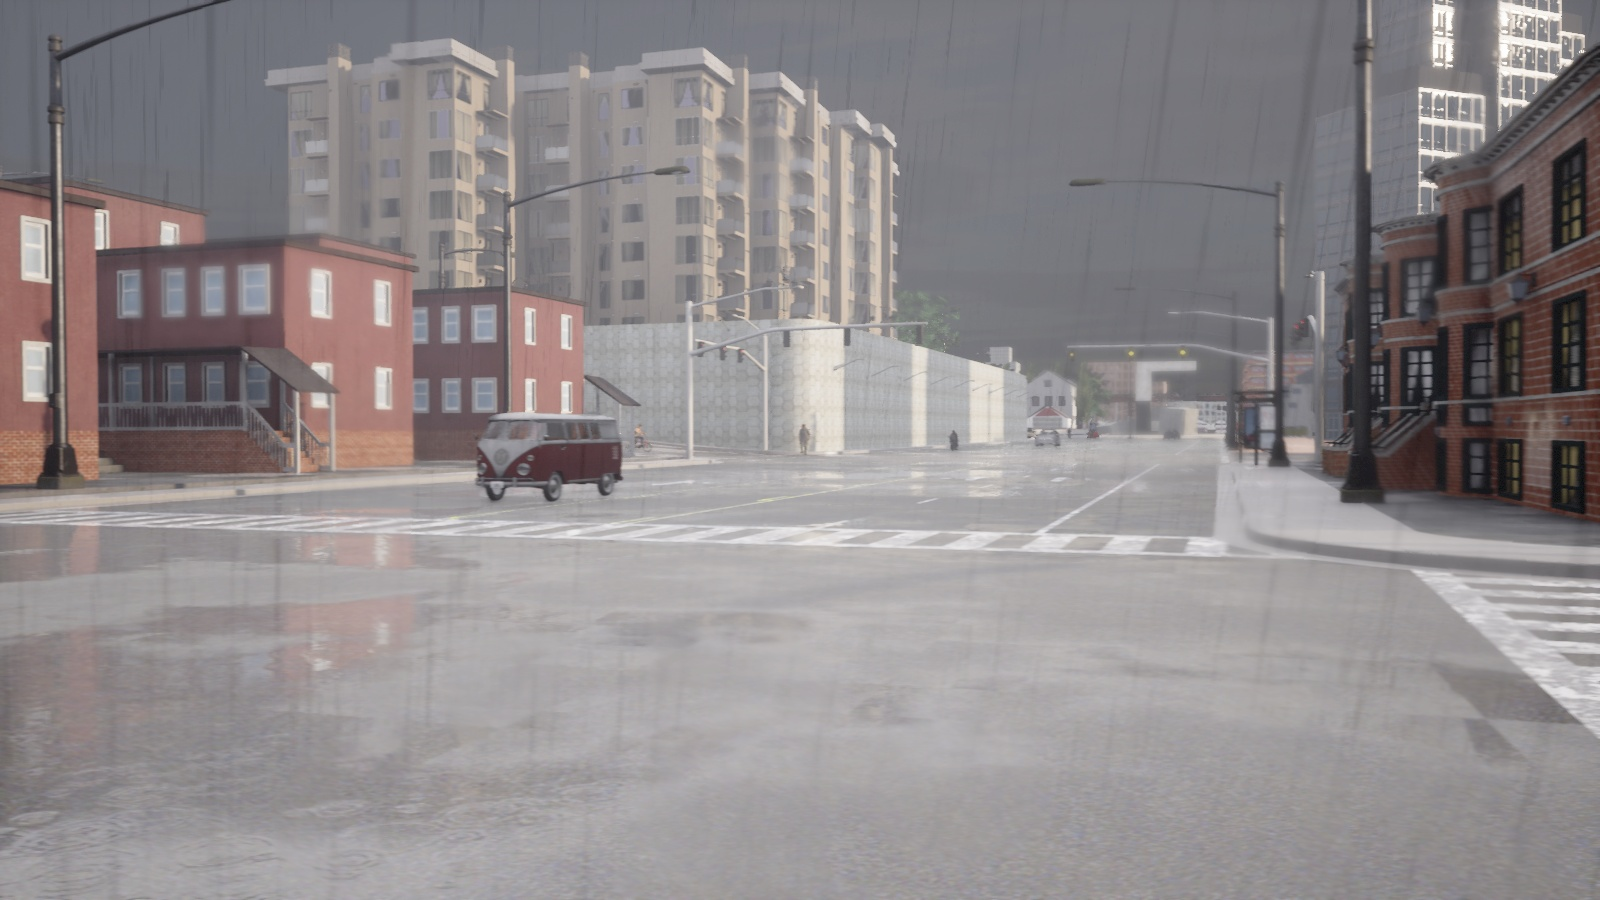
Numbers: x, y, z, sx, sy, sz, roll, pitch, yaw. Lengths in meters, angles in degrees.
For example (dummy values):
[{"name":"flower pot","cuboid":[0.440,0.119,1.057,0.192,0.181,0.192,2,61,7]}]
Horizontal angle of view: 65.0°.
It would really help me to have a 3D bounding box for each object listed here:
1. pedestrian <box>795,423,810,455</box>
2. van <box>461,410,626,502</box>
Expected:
[{"name":"pedestrian","cuboid":[0.156,-0.662,75.106,0.659,1.952,0.873,0,1,14]},{"name":"van","cuboid":[-5.877,0.087,29.373,1.775,1.987,4.442,1,1,19]}]
